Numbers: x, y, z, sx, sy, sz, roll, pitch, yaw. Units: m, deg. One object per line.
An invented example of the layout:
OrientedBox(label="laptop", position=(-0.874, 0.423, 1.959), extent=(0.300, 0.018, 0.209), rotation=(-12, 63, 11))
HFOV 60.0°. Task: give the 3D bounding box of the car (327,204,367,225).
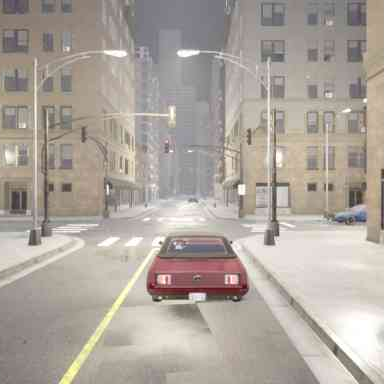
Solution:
OrientedBox(label="car", position=(12.198, 1.512, 22.804), extent=(5.357, 1.411, 2.033), rotation=(0, 0, 3))

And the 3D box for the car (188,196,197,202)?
OrientedBox(label="car", position=(0.098, 1.567, 75.127), extent=(1.895, 1.301, 4.718), rotation=(0, 0, 0))

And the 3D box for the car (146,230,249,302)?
OrientedBox(label="car", position=(0.093, 1.601, 8.214), extent=(1.895, 1.301, 4.718), rotation=(0, 0, 0))

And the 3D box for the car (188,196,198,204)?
OrientedBox(label="car", position=(0.180, 1.507, 65.198), extent=(1.812, 1.442, 4.674), rotation=(0, 0, 0))
